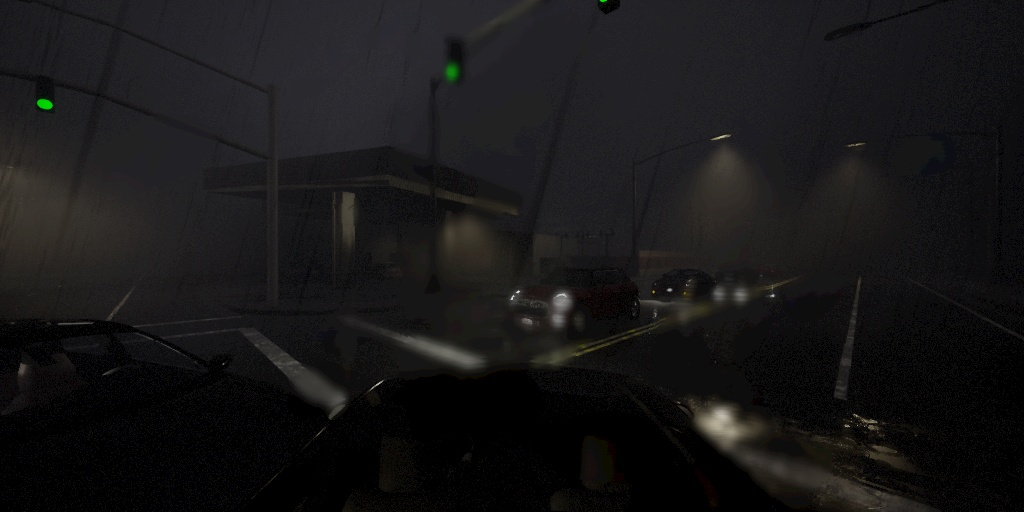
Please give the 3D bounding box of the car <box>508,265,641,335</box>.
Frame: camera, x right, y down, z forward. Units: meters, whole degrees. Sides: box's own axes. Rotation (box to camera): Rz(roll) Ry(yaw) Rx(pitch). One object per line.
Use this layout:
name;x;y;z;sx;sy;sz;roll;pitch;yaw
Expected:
car;1.996;1.102;10.748;2.097;1.767;4.553;0;0;45

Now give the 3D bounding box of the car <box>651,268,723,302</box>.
car;8.301;1.314;17.182;1.994;1.385;4.181;0;0;44

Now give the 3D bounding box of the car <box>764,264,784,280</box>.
car;22.524;1.351;31.645;1.895;1.301;4.718;0;0;45

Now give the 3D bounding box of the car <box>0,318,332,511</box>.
car;-3.449;1.242;2.391;4.902;1.511;2.128;0;0;14

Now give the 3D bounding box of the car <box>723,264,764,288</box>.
car;15.219;1.314;24.216;4.181;1.385;1.994;0;0;-45
